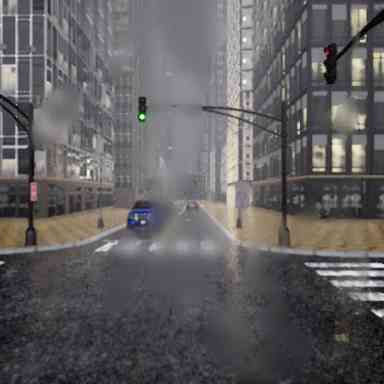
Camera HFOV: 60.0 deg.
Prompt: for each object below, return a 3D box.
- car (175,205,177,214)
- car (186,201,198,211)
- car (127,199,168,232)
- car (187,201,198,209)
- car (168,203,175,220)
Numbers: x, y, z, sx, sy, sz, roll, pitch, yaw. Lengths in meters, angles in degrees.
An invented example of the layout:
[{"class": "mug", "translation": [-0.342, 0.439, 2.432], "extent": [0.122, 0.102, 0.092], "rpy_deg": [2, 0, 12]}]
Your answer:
[{"class": "car", "translation": [-3.036, 2.120, 43.131], "extent": [1.812, 1.442, 4.674], "rpy_deg": [0, -1, 0]}, {"class": "car", "translation": [0.056, 2.218, 52.419], "extent": [2.128, 1.511, 4.902], "rpy_deg": [0, -1, 0]}, {"class": "car", "translation": [-3.076, 1.533, 23.017], "extent": [2.150, 2.045, 5.566], "rpy_deg": [0, -1, -2]}, {"class": "car", "translation": [0.067, 2.426, 62.835], "extent": [2.033, 1.411, 5.357], "rpy_deg": [0, -1, 0]}, {"class": "car", "translation": [-3.059, 1.930, 33.124], "extent": [1.882, 1.535, 5.008], "rpy_deg": [0, -1, 0]}]
